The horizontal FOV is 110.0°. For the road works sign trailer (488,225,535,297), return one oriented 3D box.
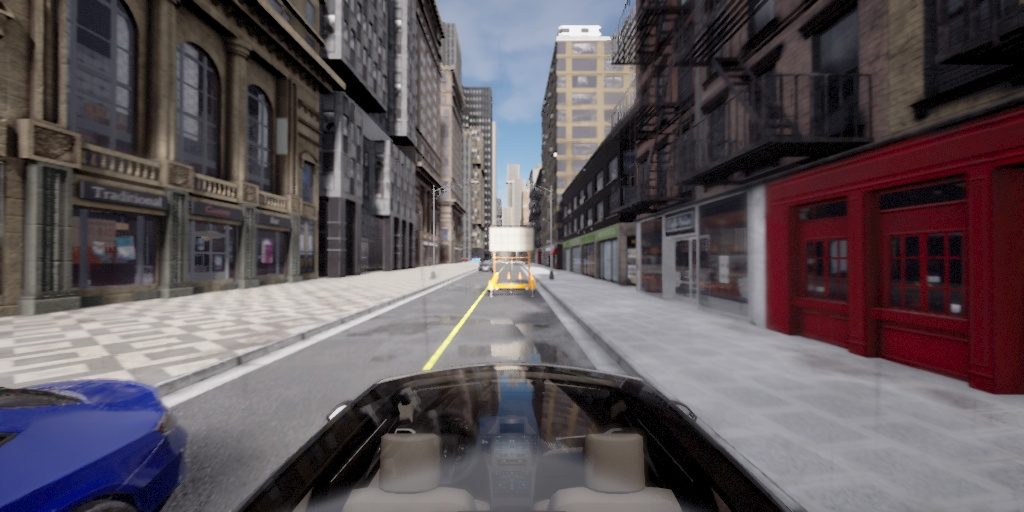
[{"bbox_3d":[-0.005,0.202,18.630,2.380,3.560,2.880,0,0,0],"label":"road works sign trailer"}]

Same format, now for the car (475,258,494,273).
[{"bbox_3d":[-3.105,1.268,44.549,1.812,1.442,4.674,0,0,0],"label":"car"}]

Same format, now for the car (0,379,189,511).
[{"bbox_3d":[-3.101,1.277,0.532,1.812,1.442,4.674,0,0,0],"label":"car"}]
